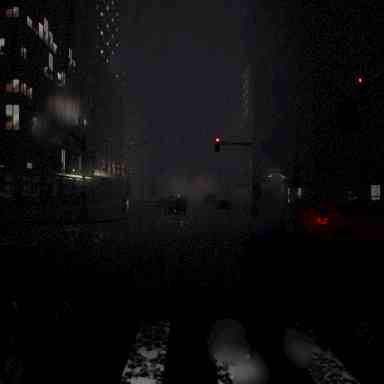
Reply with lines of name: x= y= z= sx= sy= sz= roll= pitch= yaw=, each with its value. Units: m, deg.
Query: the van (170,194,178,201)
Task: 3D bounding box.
van: x=-4.334 y=1.320 z=80.404 sx=1.690 sy=1.788 sz=3.998 roll=0 pitch=0 yaw=0

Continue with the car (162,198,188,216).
car: x=-1.566 y=1.580 z=32.720 sx=1.994 sy=1.385 sz=4.181 roll=0 pitch=0 yaw=0

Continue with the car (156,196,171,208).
car: x=-4.125 y=1.592 z=47.239 sx=1.802 sy=1.307 sz=4.206 roll=0 pitch=0 yaw=0

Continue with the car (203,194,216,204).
car: x=3.651 y=1.312 z=63.871 sx=2.192 sy=1.841 sz=5.009 roll=0 pitch=0 yaw=0

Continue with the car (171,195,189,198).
car: x=-1.649 y=1.537 z=45.981 sx=1.812 sy=1.442 sz=4.674 roll=0 pitch=0 yaw=0

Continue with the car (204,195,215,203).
car: x=3.616 y=1.431 z=69.399 sx=1.967 sy=1.590 sz=4.097 roll=0 pitch=0 yaw=0

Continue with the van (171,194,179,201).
van: x=-4.369 y=1.314 z=85.931 sx=1.690 sy=1.788 sz=3.998 roll=0 pitch=0 yaw=0

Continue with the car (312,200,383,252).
car: x=7.945 y=1.392 z=13.859 sx=5.566 sy=2.045 sz=2.150 roll=1 pitch=1 yaw=15

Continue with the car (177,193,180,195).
car: x=-1.690 y=1.473 z=66.892 sx=1.882 sy=1.535 sz=5.008 roll=0 pitch=0 yaw=0

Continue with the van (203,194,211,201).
van: x=3.546 y=1.320 z=80.454 sx=1.690 sy=1.788 sz=3.998 roll=0 pitch=0 yaw=0

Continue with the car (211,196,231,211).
car: x=3.840 y=1.579 z=41.762 sx=1.947 sy=1.339 sz=4.313 roll=0 pitch=0 yaw=0

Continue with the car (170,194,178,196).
car: x=-4.229 y=1.563 z=63.821 sx=1.947 sy=1.339 sz=4.313 roll=0 pitch=0 yaw=0
